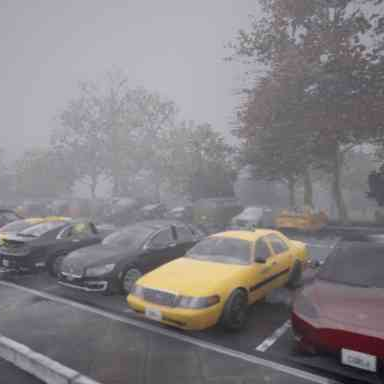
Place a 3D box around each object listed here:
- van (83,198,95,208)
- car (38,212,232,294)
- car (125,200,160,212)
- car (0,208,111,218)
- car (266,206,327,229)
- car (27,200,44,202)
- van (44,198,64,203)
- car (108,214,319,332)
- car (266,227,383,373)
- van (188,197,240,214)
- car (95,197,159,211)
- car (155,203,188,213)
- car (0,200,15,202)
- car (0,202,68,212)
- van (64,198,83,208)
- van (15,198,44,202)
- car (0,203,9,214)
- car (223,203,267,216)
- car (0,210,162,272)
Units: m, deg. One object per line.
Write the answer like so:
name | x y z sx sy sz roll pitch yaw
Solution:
van | -7.007 1.488 29.475 1.878 1.987 4.442 -1 0 36
car | -1.176 1.558 9.053 2.231 1.521 4.892 -1 0 36
car | -2.474 1.659 26.071 2.097 1.535 5.008 -1 0 36
car | -5.798 1.607 12.135 1.946 1.575 5.366 -1 0 36
car | 6.527 1.553 19.610 2.097 1.535 5.008 -1 0 36
car | -13.703 1.819 34.144 2.097 1.535 5.008 -2 -1 36
van | -11.650 1.542 32.520 1.878 1.987 4.442 -1 -1 36
car | 0.967 1.527 7.279 1.946 1.575 5.366 -1 0 36
car | 3.314 1.533 5.786 2.163 1.488 4.792 -1 0 36
van | 1.994 1.381 23.014 1.878 1.987 4.442 -1 0 36
car | -4.841 1.436 27.742 2.435 2.045 5.566 -1 0 36
car | -0.221 1.673 24.457 2.002 1.452 4.674 -1 0 36
car | -18.312 1.959 37.219 1.946 1.575 5.366 -2 -1 36
car | -7.965 1.511 13.880 2.185 1.767 4.553 -1 0 36
van | -9.156 1.514 31.017 1.878 1.987 4.442 -1 0 36
van | -16.029 1.665 35.663 1.878 1.987 4.442 -2 -1 36
car | -27.309 2.250 43.898 2.097 1.535 5.008 -2 -1 36
car | 4.181 1.621 21.304 2.002 1.452 4.674 -1 0 36
car | -3.439 1.584 10.662 2.231 1.521 4.892 -1 0 36
